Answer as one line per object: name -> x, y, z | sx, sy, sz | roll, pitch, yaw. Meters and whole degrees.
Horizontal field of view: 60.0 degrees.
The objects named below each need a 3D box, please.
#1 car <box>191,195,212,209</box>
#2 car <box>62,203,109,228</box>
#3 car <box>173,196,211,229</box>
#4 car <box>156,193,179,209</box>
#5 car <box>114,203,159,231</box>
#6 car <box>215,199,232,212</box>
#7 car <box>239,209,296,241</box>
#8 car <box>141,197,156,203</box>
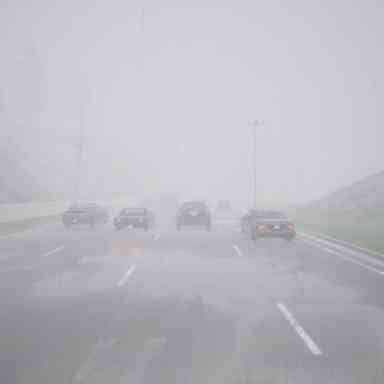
car -> 1.304, 1.329, 45.711 | 2.097, 1.767, 4.553 | 0, 0, 12
car -> -6.891, 1.481, 21.993 | 2.128, 1.511, 4.902 | 0, 0, 0
car -> 0.106, 1.341, 21.755 | 2.097, 1.767, 4.553 | 0, 0, 0
car -> -2.662, 1.202, 44.037 | 2.150, 2.045, 5.566 | 0, 0, 10
car -> -3.393, 1.591, 20.551 | 1.895, 1.301, 4.718 | 0, 0, 0
car -> 3.732, 1.529, 39.412 | 2.033, 1.411, 5.357 | 0, 0, 5
car -> 3.606, 1.539, 16.643 | 2.033, 1.411, 5.357 | 0, 0, 0
car -> -5.738, 1.469, 47.097 | 2.128, 1.511, 4.902 | 0, 0, 11
